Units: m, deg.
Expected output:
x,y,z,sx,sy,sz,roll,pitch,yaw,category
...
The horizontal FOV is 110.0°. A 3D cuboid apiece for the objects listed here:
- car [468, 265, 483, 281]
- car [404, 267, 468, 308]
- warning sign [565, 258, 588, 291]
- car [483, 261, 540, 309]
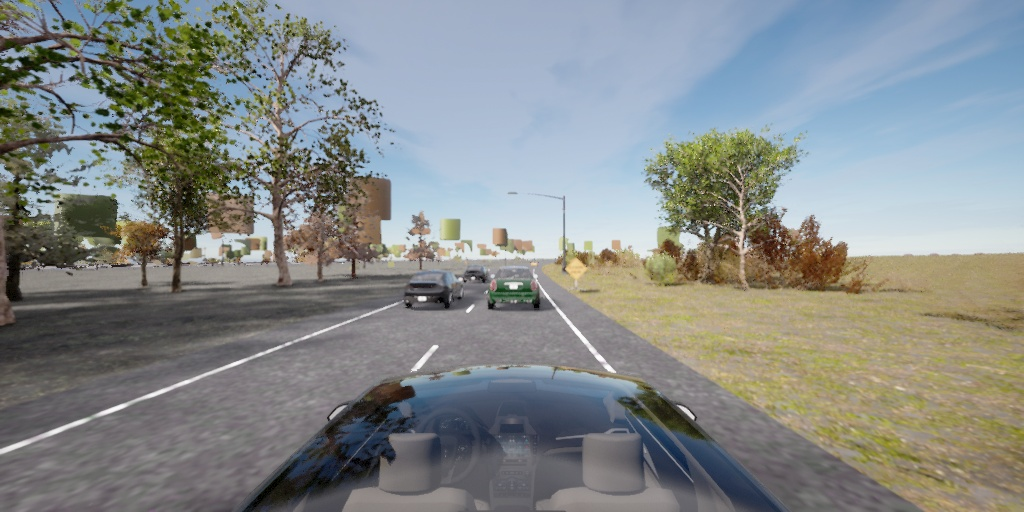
x,y,z,sx,sy,sz,roll,pitch,yaw,category
-3.045,1.533,31.181,1.837,1.490,4.892,0,0,2,car
-3.395,1.393,16.149,1.837,1.490,4.892,0,0,1,car
3.732,1.042,20.745,1.300,1.860,1.060,0,0,1,warning sign
0.099,1.232,15.873,2.097,1.767,4.553,0,-1,1,car
